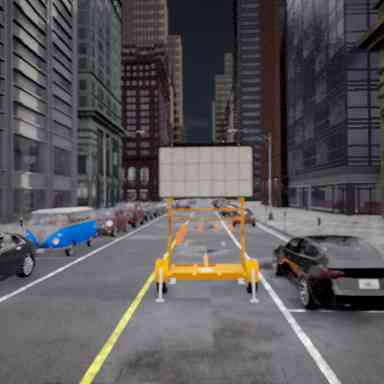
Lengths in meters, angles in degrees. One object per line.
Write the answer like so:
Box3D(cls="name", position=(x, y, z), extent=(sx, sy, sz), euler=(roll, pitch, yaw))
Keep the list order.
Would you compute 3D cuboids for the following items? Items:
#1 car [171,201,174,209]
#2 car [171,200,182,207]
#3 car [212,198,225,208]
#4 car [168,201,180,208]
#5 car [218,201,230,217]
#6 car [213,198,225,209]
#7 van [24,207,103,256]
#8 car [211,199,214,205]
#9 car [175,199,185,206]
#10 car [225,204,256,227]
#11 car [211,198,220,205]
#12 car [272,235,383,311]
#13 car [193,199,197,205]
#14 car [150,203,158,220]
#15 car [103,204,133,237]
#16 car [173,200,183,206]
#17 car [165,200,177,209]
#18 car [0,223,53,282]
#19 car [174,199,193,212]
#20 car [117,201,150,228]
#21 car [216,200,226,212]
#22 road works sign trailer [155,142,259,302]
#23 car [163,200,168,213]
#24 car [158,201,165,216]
Box3D(cls="car", position=(-4.043, 2.169, 47.483), extent=(1.802, 1.307, 4.206), euler=(-1, -1, 2))
Box3D(cls="car", position=(-3.255, 2.424, 70.014), extent=(1.947, 1.339, 4.313), euler=(-1, -1, 2))
Box3D(cls="car", position=(5.064, 2.032, 64.090), extent=(2.192, 1.841, 5.009), euler=(-1, -1, 2))
Box3D(cls="car", position=(-3.452, 2.371, 64.381), extent=(1.802, 1.307, 4.206), euler=(-1, -1, 2))
Box3D(cls="car", position=(4.084, 1.966, 35.925), extent=(1.802, 1.307, 4.206), euler=(-1, -1, 2))
Box3D(cls="car", position=(4.475, 1.955, 47.192), extent=(1.967, 1.590, 4.097), euler=(-1, -1, 2))
Box3D(cls="van", position=(-5.227, 1.542, 13.688), extent=(1.690, 1.788, 3.998), euler=(-1, -1, 2))
Box3D(cls="car", position=(4.867, 1.964, 58.457), extent=(2.192, 1.841, 5.009), euler=(-1, -1, 2))
Box3D(cls="car", position=(-2.862, 2.548, 81.279), extent=(2.008, 1.369, 4.403), euler=(-1, -1, 2))
Box3D(cls="car", position=(3.690, 1.838, 24.660), extent=(1.802, 1.307, 4.206), euler=(-1, -1, 2))
Box3D(cls="car", position=(5.656, 2.366, 80.985), extent=(1.967, 1.590, 4.097), euler=(-1, -1, 2))
Box3D(cls="car", position=(3.099, 1.631, 7.762), extent=(1.947, 1.339, 4.313), euler=(-1, -1, 2))
Box3D(cls="car", position=(0.160, 2.583, 88.518), extent=(1.837, 1.490, 4.892), euler=(0, -1, 2))
Box3D(cls="car", position=(-4.633, 1.958, 30.584), extent=(1.947, 1.339, 4.313), euler=(-1, -1, 2))
Box3D(cls="car", position=(-5.029, 1.704, 19.319), extent=(1.967, 1.590, 4.097), euler=(-1, -1, 2))
Box3D(cls="car", position=(-3.059, 2.493, 75.646), extent=(1.947, 1.339, 4.313), euler=(-1, -1, 2))
Box3D(cls="car", position=(-3.656, 2.244, 58.579), extent=(1.752, 1.417, 4.829), euler=(-1, -1, 2))
Box3D(cls="car", position=(-5.421, 1.688, 8.053), extent=(2.008, 1.369, 4.403), euler=(-1, -1, 2))
Box3D(cls="car", position=(-1.266, 2.058, 48.833), extent=(1.882, 1.535, 5.008), euler=(0, -1, 2))
Box3D(cls="car", position=(-4.833, 1.643, 24.954), extent=(2.192, 1.841, 5.009), euler=(-1, -1, 2))
Box3D(cls="car", position=(4.280, 2.031, 41.558), extent=(1.802, 1.307, 4.206), euler=(-1, -1, 2))
Box3D(cls="road works sign trailer", position=(0.353, 0.560, 8.479), extent=(2.380, 3.560, 2.880), euler=(0, -1, 2))
Box3D(cls="car", position=(-4.240, 2.072, 41.850), extent=(2.008, 1.369, 4.403), euler=(-1, -1, 2))
Box3D(cls="car", position=(-4.436, 2.022, 36.217), extent=(1.947, 1.339, 4.313), euler=(-1, -1, 2))
